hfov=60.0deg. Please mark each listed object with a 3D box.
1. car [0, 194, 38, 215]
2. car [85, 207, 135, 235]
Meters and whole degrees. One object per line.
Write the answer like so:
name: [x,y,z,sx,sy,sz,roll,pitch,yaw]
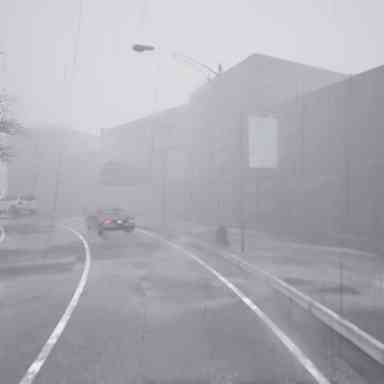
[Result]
car: [-18.449,1.278,35.026,5.566,2.045,2.150,0,-1,37]
car: [-4.839,1.577,19.203,2.033,1.411,5.357,0,0,-27]
